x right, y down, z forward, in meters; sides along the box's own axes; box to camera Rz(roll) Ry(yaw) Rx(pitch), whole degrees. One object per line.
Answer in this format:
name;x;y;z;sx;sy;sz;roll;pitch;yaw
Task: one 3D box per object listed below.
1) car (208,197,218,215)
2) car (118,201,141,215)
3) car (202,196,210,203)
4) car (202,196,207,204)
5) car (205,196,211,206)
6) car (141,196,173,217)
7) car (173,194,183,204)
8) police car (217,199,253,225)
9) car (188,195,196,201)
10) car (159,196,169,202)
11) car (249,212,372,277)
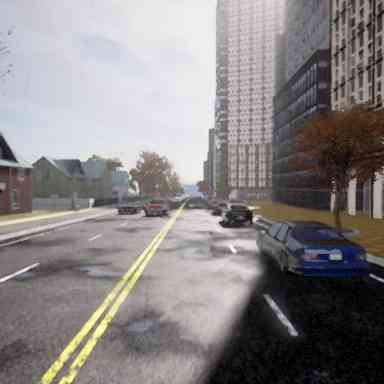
car;3.250;1.603;35.578;2.163;1.488;4.792;0;0;0
car;-6.589;1.663;35.609;1.994;1.385;4.181;0;0;0
car;3.251;1.802;79.564;1.812;1.442;4.674;0;0;0
car;3.251;1.612;57.556;2.033;1.649;4.856;0;0;0
car;3.250;1.701;46.552;1.994;1.385;4.181;0;0;0
car;-3.343;1.442;32.649;2.097;1.767;4.553;0;0;0
car;-3.249;1.466;73.000;2.150;2.045;5.566;0;0;0
police car;3.250;1.492;24.654;1.930;1.638;5.238;0;0;0
car;0.001;1.849;88.672;1.895;1.301;4.718;0;0;0
car;-6.499;1.624;77.464;2.033;1.411;5.357;0;0;0
car;3.353;1.574;10.296;2.033;1.411;5.357;0;0;0
